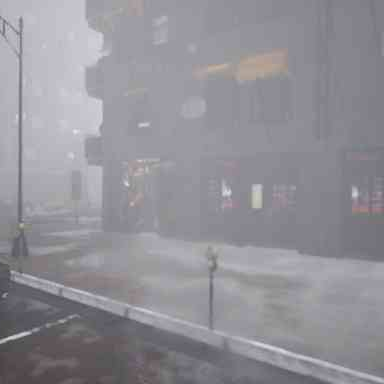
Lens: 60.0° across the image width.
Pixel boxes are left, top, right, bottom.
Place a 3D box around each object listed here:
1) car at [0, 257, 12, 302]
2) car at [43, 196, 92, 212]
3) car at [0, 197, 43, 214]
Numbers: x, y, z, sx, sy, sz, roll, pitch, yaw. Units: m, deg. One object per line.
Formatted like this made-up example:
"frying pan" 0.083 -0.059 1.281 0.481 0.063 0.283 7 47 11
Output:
"car" -5.302 1.489 6.667 4.403 1.369 2.008 1 0 36
"car" -11.739 1.037 31.110 1.752 1.417 4.829 2 2 35
"car" -14.836 1.138 26.689 2.008 1.369 4.403 2 2 35
